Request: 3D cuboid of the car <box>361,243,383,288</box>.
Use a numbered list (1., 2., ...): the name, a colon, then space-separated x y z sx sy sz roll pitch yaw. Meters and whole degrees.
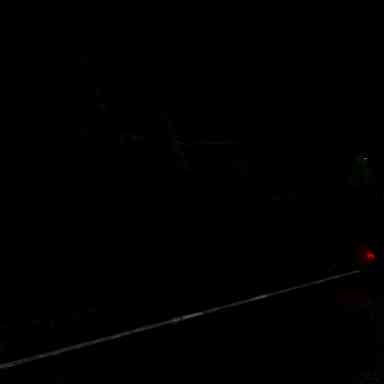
1. car: 5.919 1.540 7.967 4.181 1.385 1.994 0 0 -35
